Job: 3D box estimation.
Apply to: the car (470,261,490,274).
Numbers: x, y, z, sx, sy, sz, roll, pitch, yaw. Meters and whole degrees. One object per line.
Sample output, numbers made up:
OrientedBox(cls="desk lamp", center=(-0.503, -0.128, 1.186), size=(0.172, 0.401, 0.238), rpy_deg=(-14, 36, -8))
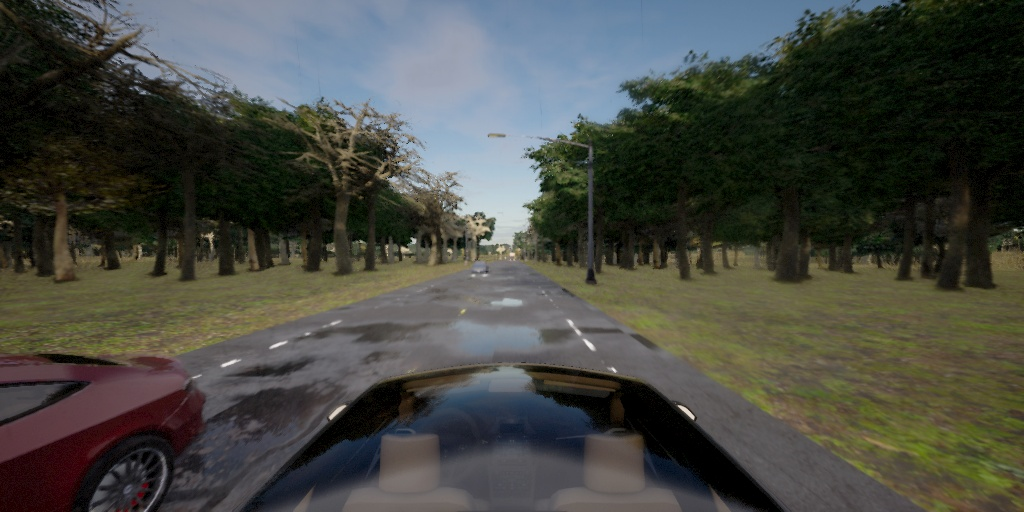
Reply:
OrientedBox(cls="car", center=(-3.581, 1.268, 41.136), size=(2.033, 1.411, 5.357), rpy_deg=(0, 0, 0))

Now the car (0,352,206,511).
OrientedBox(cls="car", center=(-3.587, 1.275, 1.252), size=(1.812, 1.442, 4.674), rpy_deg=(0, 0, 0))
